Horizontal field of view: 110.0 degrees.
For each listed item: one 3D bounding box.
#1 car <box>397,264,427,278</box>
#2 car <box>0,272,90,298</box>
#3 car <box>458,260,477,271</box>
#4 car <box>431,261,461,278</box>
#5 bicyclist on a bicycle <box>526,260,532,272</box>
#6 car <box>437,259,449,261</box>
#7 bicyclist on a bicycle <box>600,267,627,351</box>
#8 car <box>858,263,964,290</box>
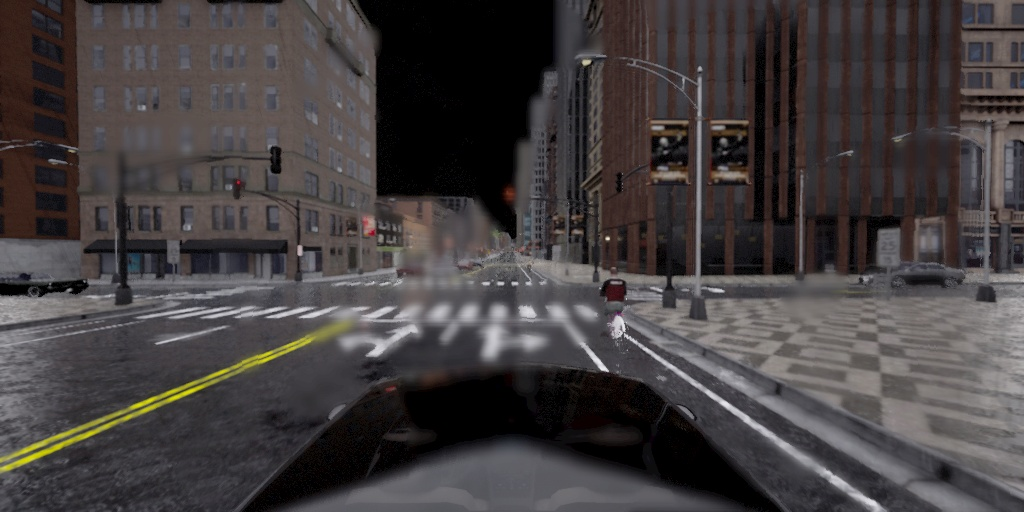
[{"bbox_3d":[-9.861,1.423,35.448,1.895,1.301,4.718,0,0,0],"label":"car"},{"bbox_3d":[-25.344,1.481,18.754,4.718,1.301,1.895,0,1,0],"label":"car"},{"bbox_3d":[-6.603,1.334,50.951,1.882,1.535,5.008,0,0,0],"label":"car"},{"bbox_3d":[-6.611,1.423,35.449,1.895,1.301,4.718,0,0,0],"label":"car"},{"bbox_3d":[2.245,1.283,46.464,0.866,1.612,1.509,0,0,0],"label":"bicyclist on a bicycle"},{"bbox_3d":[-9.853,1.207,50.624,2.097,1.767,4.553,0,0,0],"label":"car"},{"bbox_3d":[2.253,1.131,8.130,0.659,1.776,1.843,0,0,0],"label":"bicyclist on a bicycle"},{"bbox_3d":[23.012,1.143,20.806,4.902,1.511,2.128,0,1,0],"label":"car"}]
